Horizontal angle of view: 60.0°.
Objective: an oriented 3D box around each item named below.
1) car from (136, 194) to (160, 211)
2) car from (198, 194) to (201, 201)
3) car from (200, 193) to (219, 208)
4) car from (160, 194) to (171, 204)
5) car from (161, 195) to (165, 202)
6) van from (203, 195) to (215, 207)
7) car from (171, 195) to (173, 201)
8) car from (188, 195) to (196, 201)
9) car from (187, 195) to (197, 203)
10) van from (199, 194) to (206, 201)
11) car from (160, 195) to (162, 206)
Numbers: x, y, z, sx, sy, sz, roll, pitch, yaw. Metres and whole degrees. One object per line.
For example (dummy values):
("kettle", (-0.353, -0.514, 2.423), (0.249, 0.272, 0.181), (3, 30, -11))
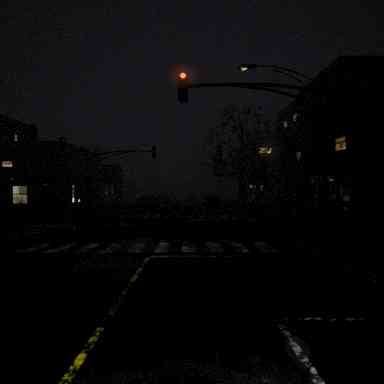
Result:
("car", (-5.700, 1.306, 41.440), (2.192, 1.841, 5.009), (-1, 0, 0))
("car", (2.679, 1.536, 63.617), (2.008, 1.369, 4.403), (-1, 0, 0))
("car", (2.679, 1.305, 46.985), (2.192, 1.841, 5.009), (-1, 0, 0))
("car", (-5.704, 1.300, 63.616), (2.192, 1.841, 5.009), (-1, 0, 0))
("car", (-5.700, 1.570, 52.528), (1.802, 1.307, 4.206), (-1, 0, 0))
("van", (2.679, 1.329, 52.529), (1.690, 1.788, 3.998), (-1, 0, 0))
("car", (-5.704, 1.299, 69.160), (2.192, 1.841, 5.009), (-1, 0, 0))
("car", (-0.011, 1.430, 77.845), (1.994, 1.385, 4.181), (0, 0, 0))
("car", (-0.010, 1.462, 67.394), (1.882, 1.535, 5.008), (0, 0, 0))
("van", (2.674, 1.319, 85.793), (1.690, 1.788, 3.998), (-1, 0, 0))
("car", (-5.700, 1.534, 46.984), (1.887, 1.381, 4.507), (-1, 0, 0))
